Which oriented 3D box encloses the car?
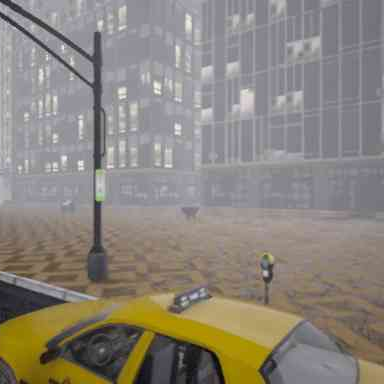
[{"bbox_3d":[-0.226,1.529,3.030,4.829,1.417,1.752,0,0,36],"label":"car"}]
